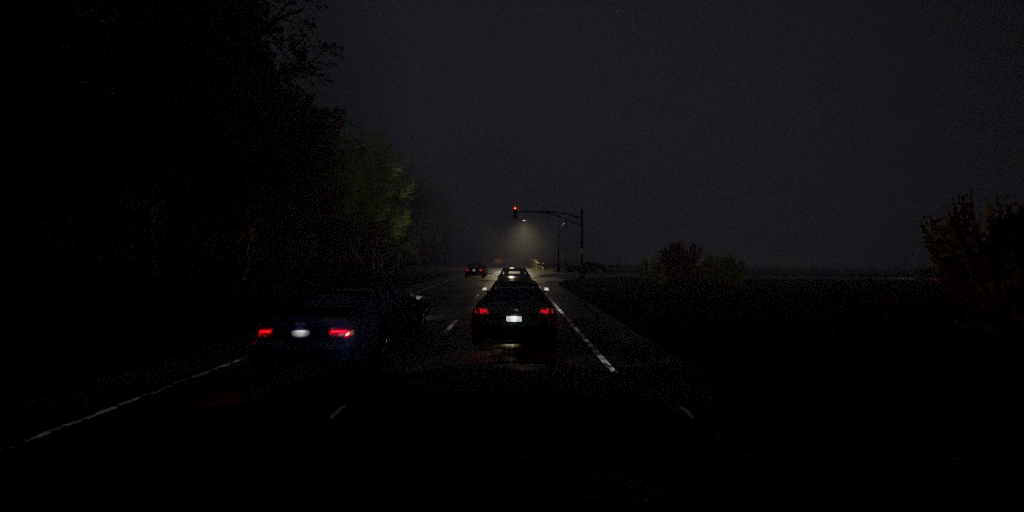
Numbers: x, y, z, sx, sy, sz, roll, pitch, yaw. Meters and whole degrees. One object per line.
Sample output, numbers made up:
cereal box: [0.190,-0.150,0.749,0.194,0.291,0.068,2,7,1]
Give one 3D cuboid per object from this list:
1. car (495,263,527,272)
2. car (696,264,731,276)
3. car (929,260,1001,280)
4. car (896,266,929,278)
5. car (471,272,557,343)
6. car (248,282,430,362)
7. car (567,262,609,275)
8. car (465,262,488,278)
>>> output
car: [0.121,1.301,18.879,2.033,1.411,5.357,0,0,0]
car: [23.711,1.629,41.793,4.181,1.385,1.994,1,-1,0]
car: [48.592,1.499,38.058,5.566,2.045,2.150,1,-1,0]
car: [48.052,1.879,41.607,5.357,1.411,2.033,1,-1,1]
car: [0.093,1.316,9.674,1.994,1.385,4.181,0,0,1]
car: [-3.395,1.299,8.305,2.033,1.411,5.357,0,0,0]
car: [9.014,1.427,42.852,4.892,1.490,1.837,1,0,14]
car: [-3.363,1.304,34.337,2.033,1.411,5.357,0,0,0]
